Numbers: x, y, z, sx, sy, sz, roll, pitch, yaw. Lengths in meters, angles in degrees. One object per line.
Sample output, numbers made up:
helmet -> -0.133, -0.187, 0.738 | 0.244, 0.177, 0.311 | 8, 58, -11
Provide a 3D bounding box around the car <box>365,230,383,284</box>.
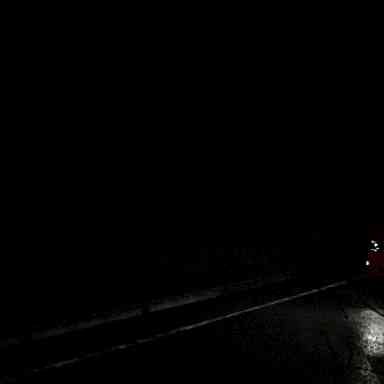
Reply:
car -> 6.682, 1.214, 8.453 | 5.566, 2.045, 2.150 | 0, 0, -36
